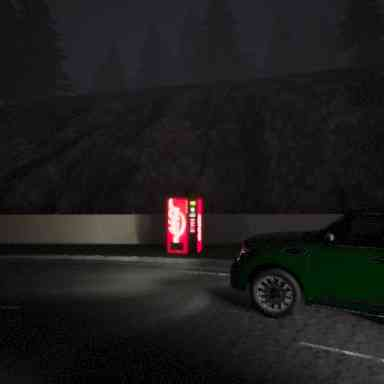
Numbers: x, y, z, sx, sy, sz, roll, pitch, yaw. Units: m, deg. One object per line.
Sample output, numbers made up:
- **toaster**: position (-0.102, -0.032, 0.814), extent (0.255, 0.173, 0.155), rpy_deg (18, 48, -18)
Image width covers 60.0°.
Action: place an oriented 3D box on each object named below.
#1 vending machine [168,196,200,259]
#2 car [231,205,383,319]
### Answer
- **vending machine**: position (-0.263, 1.195, 11.787), extent (0.880, 2.100, 1.100), rpy_deg (0, 0, 14)
- **car**: position (3.471, 1.225, 5.818), extent (5.566, 2.045, 2.150), rpy_deg (1, 0, 32)
